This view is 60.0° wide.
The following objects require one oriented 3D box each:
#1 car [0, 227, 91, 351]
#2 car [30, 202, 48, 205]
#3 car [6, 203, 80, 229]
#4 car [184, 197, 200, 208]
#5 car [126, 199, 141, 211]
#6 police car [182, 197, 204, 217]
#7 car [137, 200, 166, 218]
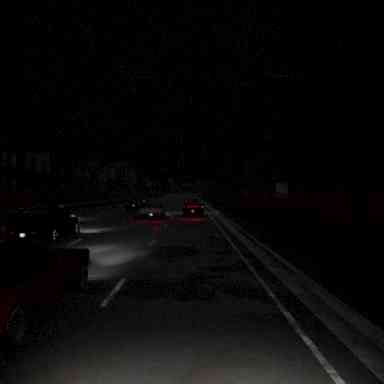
[{"bbox_3d":[-3.403,1.600,6.124,1.895,1.301,4.718,0,0,0],"label":"car"},{"bbox_3d":[-10.412,1.476,23.652,1.882,1.535,5.008,0,0,0],"label":"car"},{"bbox_3d":[-6.908,1.503,15.960,1.837,1.490,4.892,0,0,0],"label":"car"},{"bbox_3d":[0.021,1.504,49.897,2.163,1.488,4.792,0,0,0],"label":"car"},{"bbox_3d":[-6.920,1.563,41.247,1.994,1.385,4.181,0,0,0],"label":"car"},{"bbox_3d":[0.082,1.508,31.581,2.038,1.542,4.974,0,0,0],"label":"police car"},{"bbox_3d":[-3.416,1.600,29.978,1.895,1.301,4.718,0,0,0],"label":"car"}]
